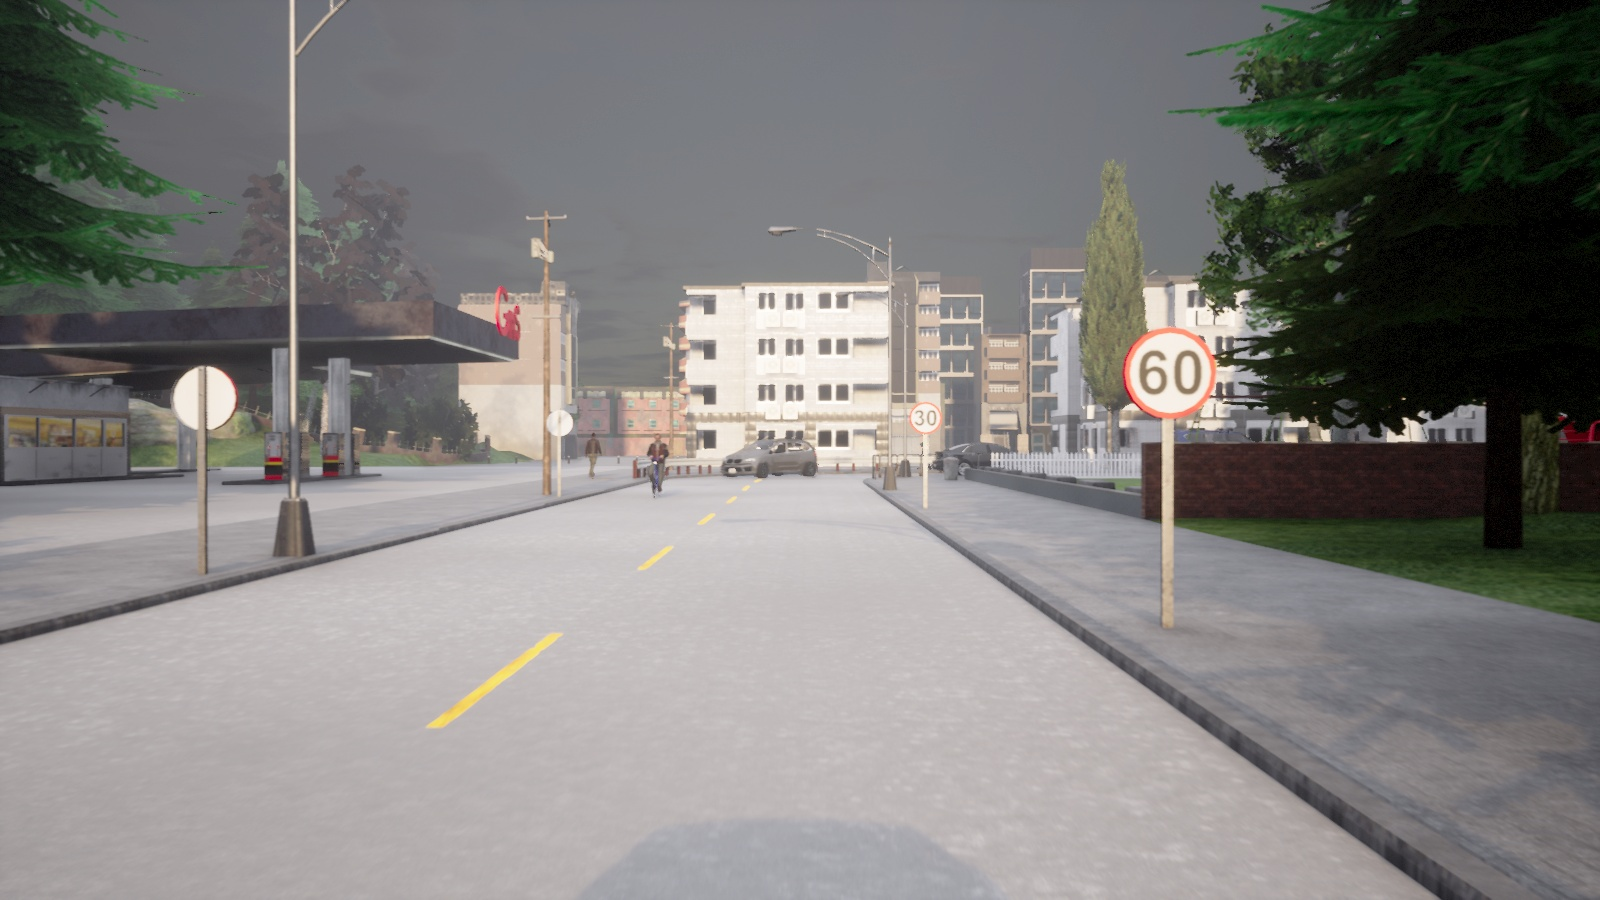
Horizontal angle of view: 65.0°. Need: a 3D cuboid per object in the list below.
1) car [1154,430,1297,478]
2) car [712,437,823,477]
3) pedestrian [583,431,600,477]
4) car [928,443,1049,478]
[{"bbox_3d":[18.660,0.169,55.260,5.566,2.045,2.150,0,0,1],"label":"car"},{"bbox_3d":[-1.354,0.286,54.226,2.242,1.667,4.611,0,0,42],"label":"car"},{"bbox_3d":[-8.369,0.165,50.511,0.431,1.840,0.703,0,0,13],"label":"pedestrian"},{"bbox_3d":[8.259,0.448,55.150,4.892,1.490,1.837,0,0,-12],"label":"car"}]
